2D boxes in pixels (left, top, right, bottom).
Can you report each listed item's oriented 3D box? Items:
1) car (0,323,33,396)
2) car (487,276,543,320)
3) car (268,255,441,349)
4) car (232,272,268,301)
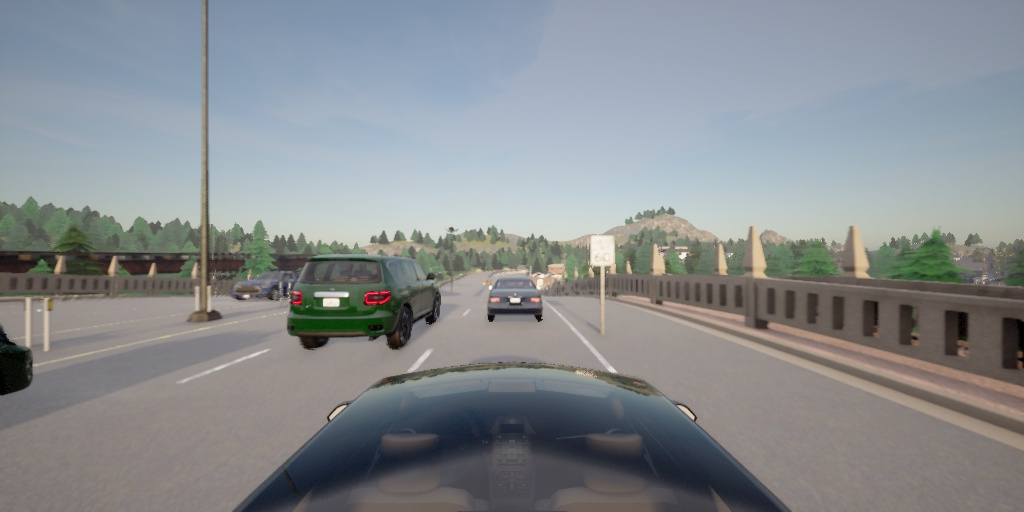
[{"bbox_3d":[-6.900,0.972,1.874,2.150,2.045,5.566,0,0,0],"label":"car"},{"bbox_3d":[0.094,1.455,13.170,2.033,1.411,5.357,0,-2,0],"label":"car"},{"bbox_3d":[-3.405,1.022,9.432,2.150,2.045,5.566,0,-1,0],"label":"car"},{"bbox_3d":[-14.054,1.692,21.263,2.097,1.767,4.553,0,-4,1],"label":"car"}]
